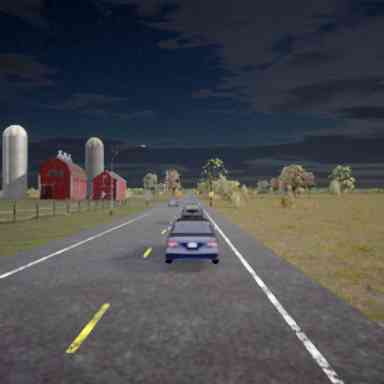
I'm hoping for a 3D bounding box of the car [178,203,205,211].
[{"bbox_3d":[0.033,1.778,28.504,1.837,1.490,4.892,0,0,0],"label":"car"}]

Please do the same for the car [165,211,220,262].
[{"bbox_3d":[0.016,1.670,12.534,2.033,1.411,5.357,0,-1,0],"label":"car"}]

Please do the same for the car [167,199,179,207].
[{"bbox_3d":[-3.489,2.055,61.555,2.128,1.511,4.902,0,-1,0],"label":"car"}]
